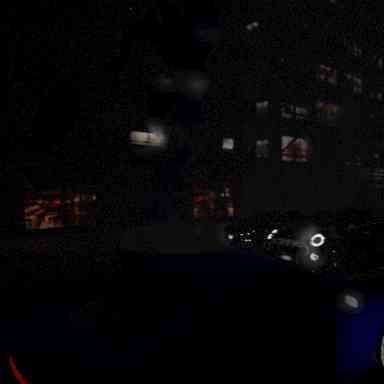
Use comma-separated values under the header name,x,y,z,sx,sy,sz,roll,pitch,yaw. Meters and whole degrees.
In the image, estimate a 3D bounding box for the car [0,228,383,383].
name,x,y,z,sx,sy,sz,roll,pitch,yaw
car,0.599,1.473,3.879,5.008,1.535,1.882,0,0,-36

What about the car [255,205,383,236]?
name,x,y,z,sx,sy,sz,roll,pitch,yaw
car,4.534,1.334,10.996,4.553,1.767,2.097,0,0,-36

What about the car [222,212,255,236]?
name,x,y,z,sx,sy,sz,roll,pitch,yaw
car,3.447,1.486,14.225,4.892,1.490,1.837,0,0,-36
